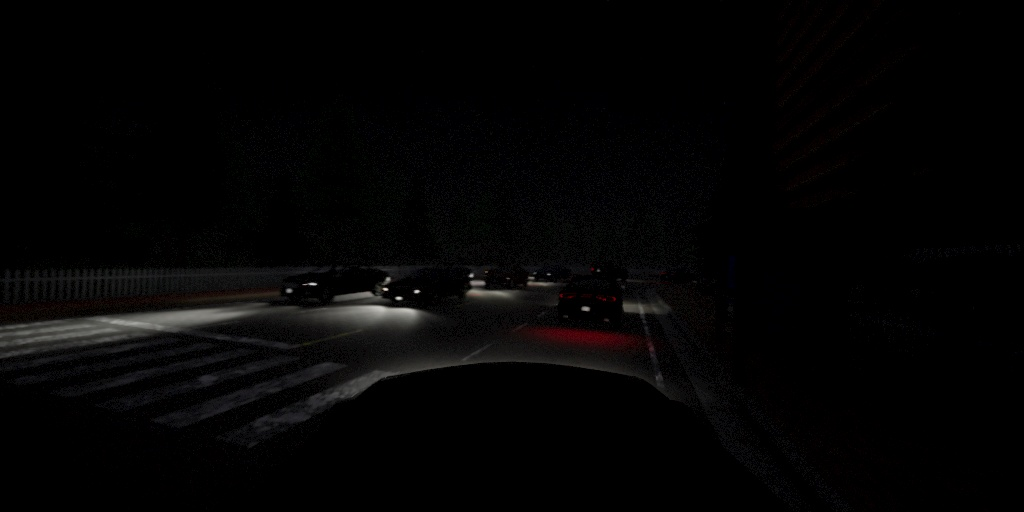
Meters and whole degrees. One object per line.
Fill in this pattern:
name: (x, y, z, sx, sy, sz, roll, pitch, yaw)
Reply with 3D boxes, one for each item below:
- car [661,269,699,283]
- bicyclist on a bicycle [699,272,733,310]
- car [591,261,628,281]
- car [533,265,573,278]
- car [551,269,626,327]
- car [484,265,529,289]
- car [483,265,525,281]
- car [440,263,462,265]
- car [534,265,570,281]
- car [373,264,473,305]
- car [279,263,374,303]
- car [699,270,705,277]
car: (18.961, 2.231, 40.957, 5.008, 1.535, 1.882, 3, -1, -38)
bicyclist on a bicycle: (8.710, 1.469, 14.924, 1.656, 1.620, 0.582, 2, -1, 18)
car: (10.192, 1.616, 37.354, 2.150, 2.045, 5.566, 1, -1, 39)
car: (4.935, 1.779, 42.098, 2.033, 1.411, 5.357, 2, -1, 40)
car: (2.887, 1.408, 12.630, 1.882, 1.535, 5.008, 2, 0, 18)
car: (-0.275, 1.385, 25.326, 1.882, 1.535, 5.008, 2, 0, 20)
car: (-0.653, 1.556, 33.513, 1.895, 1.301, 4.718, 2, 0, 27)
car: (-4.356, 1.237, 24.282, 2.128, 1.511, 4.902, 2, 0, 20)
car: (3.865, 1.611, 34.433, 1.882, 1.535, 5.008, 2, -1, 32)
car: (-3.507, 1.263, 16.120, 2.033, 1.411, 5.357, 2, 0, 17)
car: (-7.368, 1.056, 15.451, 2.128, 1.511, 4.902, 2, 0, 19)
car: (25.337, 2.616, 48.512, 4.181, 1.385, 1.994, 2, 0, -23)
